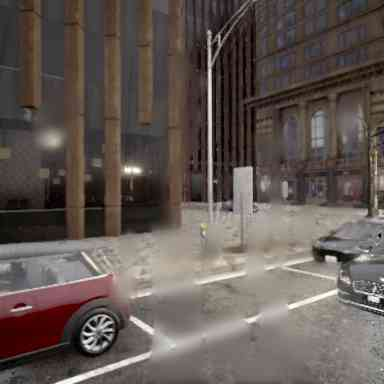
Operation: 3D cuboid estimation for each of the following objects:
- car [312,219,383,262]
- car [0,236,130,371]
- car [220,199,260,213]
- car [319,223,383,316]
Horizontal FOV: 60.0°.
[{"bbox_3d":[5.823,1.588,11.060,4.313,1.339,1.947,0,0,-37],"label":"car"},{"bbox_3d":[-3.020,1.492,4.437,4.097,1.590,1.967,0,0,-37],"label":"car"},{"bbox_3d":[4.626,1.377,32.486,1.994,1.385,4.181,0,0,-37],"label":"car"},{"bbox_3d":[4.939,1.510,6.949,4.892,1.490,1.837,0,0,-37],"label":"car"}]
